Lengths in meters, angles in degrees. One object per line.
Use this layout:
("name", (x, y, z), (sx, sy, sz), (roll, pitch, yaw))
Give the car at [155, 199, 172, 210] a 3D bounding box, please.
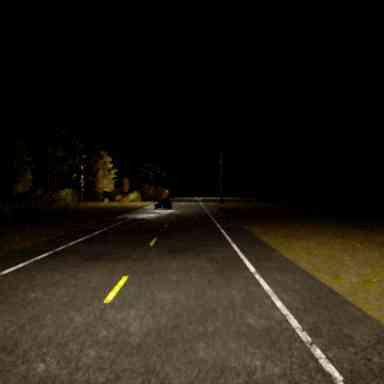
("car", (-3.562, 1.564, 42.078), (1.994, 1.385, 4.181), (0, 0, 0))
